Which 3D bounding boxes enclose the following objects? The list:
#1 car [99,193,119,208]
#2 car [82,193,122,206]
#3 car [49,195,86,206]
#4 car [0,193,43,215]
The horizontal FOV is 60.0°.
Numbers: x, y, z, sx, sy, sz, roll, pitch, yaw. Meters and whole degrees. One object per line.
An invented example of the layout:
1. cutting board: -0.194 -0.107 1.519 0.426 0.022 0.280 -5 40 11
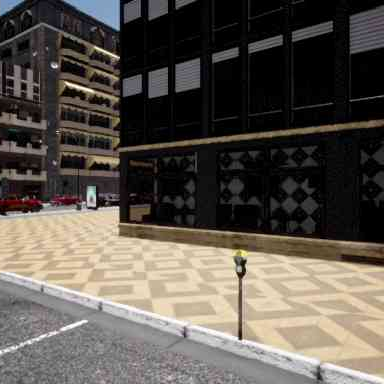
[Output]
1. car: -9.197 1.073 37.857 1.947 1.339 4.313 1 2 35
2. car: -11.855 0.919 44.165 2.128 1.511 4.902 0 1 35
3. car: -16.091 1.075 42.621 1.802 1.307 4.206 1 2 35
4. car: -15.571 1.029 28.771 2.192 1.841 5.009 1 2 35
